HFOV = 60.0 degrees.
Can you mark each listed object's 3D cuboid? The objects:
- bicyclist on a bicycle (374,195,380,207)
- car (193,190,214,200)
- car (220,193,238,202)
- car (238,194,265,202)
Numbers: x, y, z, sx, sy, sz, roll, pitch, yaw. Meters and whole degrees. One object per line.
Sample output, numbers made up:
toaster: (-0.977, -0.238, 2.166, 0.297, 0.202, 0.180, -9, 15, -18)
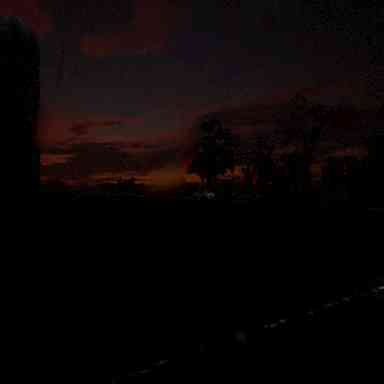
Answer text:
bicyclist on a bicycle: (25.122, 1.223, 45.091, 1.656, 1.620, 0.582, 0, 1, -35)
car: (2.499, 0.542, 72.033, 2.150, 2.045, 5.566, 0, 1, -35)
car: (7.179, 0.970, 60.444, 1.882, 1.535, 5.008, 0, 1, -34)
car: (11.067, 1.044, 59.779, 1.812, 1.442, 4.674, 0, 1, -35)
